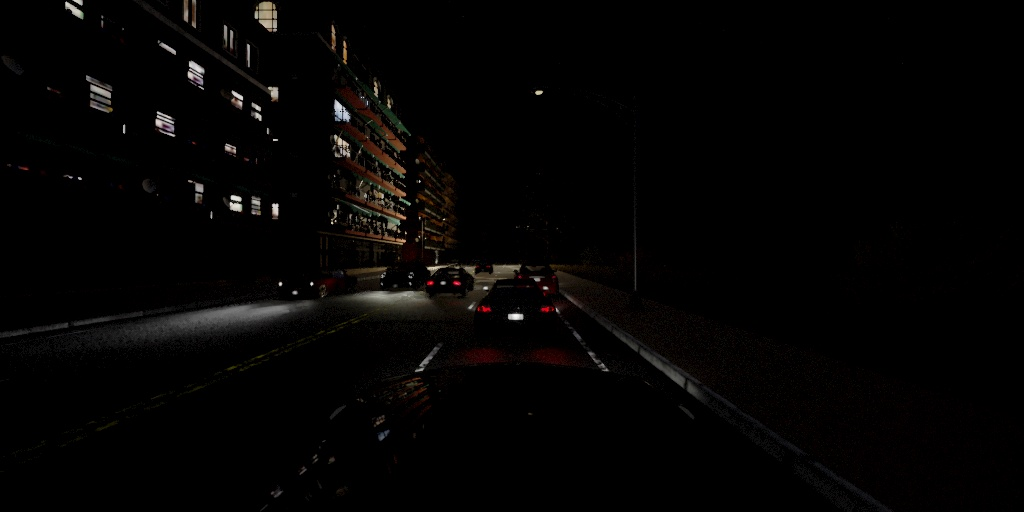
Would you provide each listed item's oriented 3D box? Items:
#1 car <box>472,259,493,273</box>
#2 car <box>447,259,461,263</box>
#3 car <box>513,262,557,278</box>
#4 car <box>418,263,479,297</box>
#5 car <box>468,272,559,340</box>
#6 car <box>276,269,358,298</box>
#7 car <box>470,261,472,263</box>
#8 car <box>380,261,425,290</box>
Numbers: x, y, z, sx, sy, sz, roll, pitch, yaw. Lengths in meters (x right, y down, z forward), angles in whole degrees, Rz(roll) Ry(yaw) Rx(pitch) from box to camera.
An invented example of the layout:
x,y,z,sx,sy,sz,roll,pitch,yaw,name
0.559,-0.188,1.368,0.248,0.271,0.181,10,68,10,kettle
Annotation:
x,y,z,sx,sy,sz,roll,pitch,yaw,name
-3.121,1.277,40.665,1.812,1.442,4.674,0,0,0,car
-9.780,1.228,60.934,1.882,1.535,5.008,0,0,0,car
1.148,1.103,18.524,2.097,1.767,4.553,0,0,0,car
-3.138,1.299,18.907,2.033,1.411,5.357,0,0,0,car
0.100,1.315,9.944,1.994,1.385,4.181,0,0,0,car
-9.839,1.353,18.482,1.895,1.301,4.718,0,0,0,car
-6.507,1.313,64.568,1.994,1.385,4.181,0,0,1,car
-6.587,1.104,22.478,2.097,1.767,4.553,0,0,0,car
